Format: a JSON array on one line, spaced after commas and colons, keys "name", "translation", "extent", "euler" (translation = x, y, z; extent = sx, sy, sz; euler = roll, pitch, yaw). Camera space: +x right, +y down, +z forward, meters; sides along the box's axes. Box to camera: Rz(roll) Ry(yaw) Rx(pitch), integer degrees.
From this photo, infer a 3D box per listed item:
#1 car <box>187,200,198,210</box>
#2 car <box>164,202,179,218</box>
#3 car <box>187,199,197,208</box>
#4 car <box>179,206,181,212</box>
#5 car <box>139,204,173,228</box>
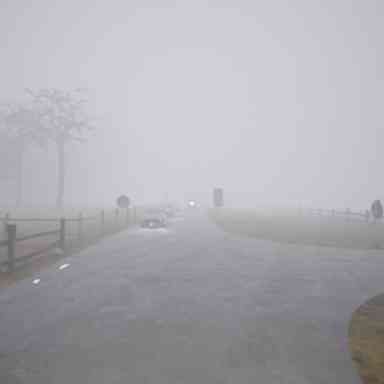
[{"name": "car", "translation": [0.033, 2.448, 58.046], "extent": [2.033, 1.411, 5.357], "euler": [0, -1, 0]}, {"name": "car", "translation": [-2.828, 2.056, 37.423], "extent": [1.837, 1.490, 4.892], "euler": [0, -1, 0]}, {"name": "car", "translation": [0.038, 2.428, 68.654], "extent": [2.097, 1.767, 4.553], "euler": [0, -1, 0]}, {"name": "car", "translation": [-2.812, 2.291, 50.245], "extent": [1.812, 1.442, 4.674], "euler": [0, -1, 0]}, {"name": "car", "translation": [-2.836, 1.916, 25.912], "extent": [2.033, 1.411, 5.357], "euler": [0, -1, 0]}]
